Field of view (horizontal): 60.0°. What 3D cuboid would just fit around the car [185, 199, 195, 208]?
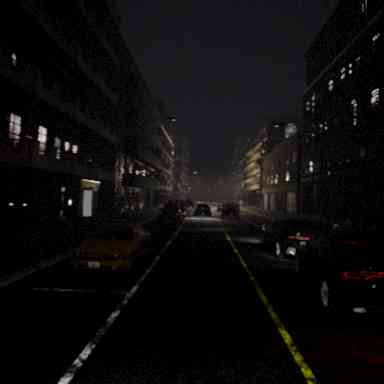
[{"bbox_3d":[-0.374,2.242,67.435,1.967,1.590,4.097,2,-1,2],"label":"car"}]

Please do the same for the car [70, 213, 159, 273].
[{"bbox_3d":[-2.422,1.574,10.942,1.752,1.417,4.829,2,-1,2],"label":"car"}]

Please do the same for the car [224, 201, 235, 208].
[{"bbox_3d":[8.196,2.717,72.756,1.887,1.381,4.507,2,-1,2],"label":"car"}]

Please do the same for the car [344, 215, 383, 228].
[{"bbox_3d":[5.963,1.662,10.805,2.192,1.841,5.009,2,-1,2],"label":"car"}]

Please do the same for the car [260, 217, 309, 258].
[{"bbox_3d":[4.164,1.828,14.066,1.837,1.490,4.892,2,-1,0],"label":"car"}]

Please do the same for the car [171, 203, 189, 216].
[{"bbox_3d":[-1.399,2.010,39.274,1.802,1.307,4.206,2,-1,2],"label":"car"}]

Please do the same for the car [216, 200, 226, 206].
[{"bbox_3d":[4.661,2.316,49.475,2.033,1.411,5.357,2,-1,2],"label":"car"}]

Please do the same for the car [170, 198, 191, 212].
[{"bbox_3d":[-1.592,1.668,33.645,2.192,1.841,5.009,2,-1,2],"label":"car"}]

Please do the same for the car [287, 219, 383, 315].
[{"bbox_3d":[3.834,1.720,8.172,1.882,1.535,5.008,2,-1,7],"label":"car"}]

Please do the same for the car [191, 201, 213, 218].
[{"bbox_3d":[1.195,2.014,36.582,1.812,1.442,4.674,2,-1,2],"label":"car"}]

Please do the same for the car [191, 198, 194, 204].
[{"bbox_3d":[-0.572,2.043,61.805,2.192,1.841,5.009,2,-1,2],"label":"car"}]

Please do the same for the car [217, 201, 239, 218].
[{"bbox_3d":[4.257,2.102,37.507,2.128,1.511,4.902,2,-1,3],"label":"car"}]

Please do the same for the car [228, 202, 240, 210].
[{"bbox_3d":[7.795,2.551,61.662,1.752,1.417,4.829,2,-1,2],"label":"car"}]

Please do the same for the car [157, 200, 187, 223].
[{"bbox_3d":[-1.801,1.718,28.011,1.967,1.590,4.097,2,-1,2],"label":"car"}]

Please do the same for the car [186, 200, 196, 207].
[{"bbox_3d":[-0.173,2.421,73.067,1.887,1.381,4.507,2,-1,2],"label":"car"}]
